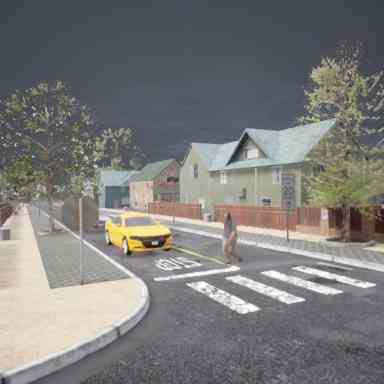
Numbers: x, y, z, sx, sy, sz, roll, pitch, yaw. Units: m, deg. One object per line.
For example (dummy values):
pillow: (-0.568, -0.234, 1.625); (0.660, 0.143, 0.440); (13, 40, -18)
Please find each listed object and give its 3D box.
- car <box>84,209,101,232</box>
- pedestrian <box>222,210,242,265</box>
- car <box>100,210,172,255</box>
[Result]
car: (-6.998, 1.940, 23.706); (1.812, 1.442, 4.674); (-1, -1, -27)
pedestrian: (1.245, 1.419, 10.670); (0.375, 1.860, 0.375); (-2, 1, -27)
car: (-2.534, 1.719, 14.882); (1.882, 1.535, 5.008); (-1, -1, -27)
